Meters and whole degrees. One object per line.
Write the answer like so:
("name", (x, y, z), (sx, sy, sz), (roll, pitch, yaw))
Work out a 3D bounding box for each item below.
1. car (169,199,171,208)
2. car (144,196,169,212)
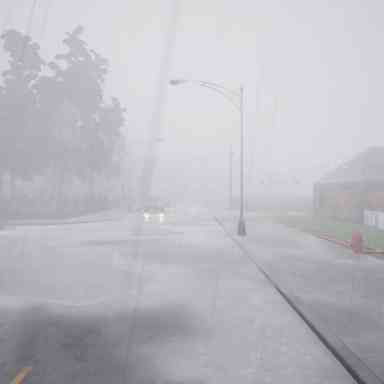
("car", (-4.185, 1.352, 48.161), (2.097, 1.767, 4.553), (0, 0, 0))
("car", (-4.183, 1.352, 37.909), (2.097, 1.767, 4.553), (0, 0, 0))
